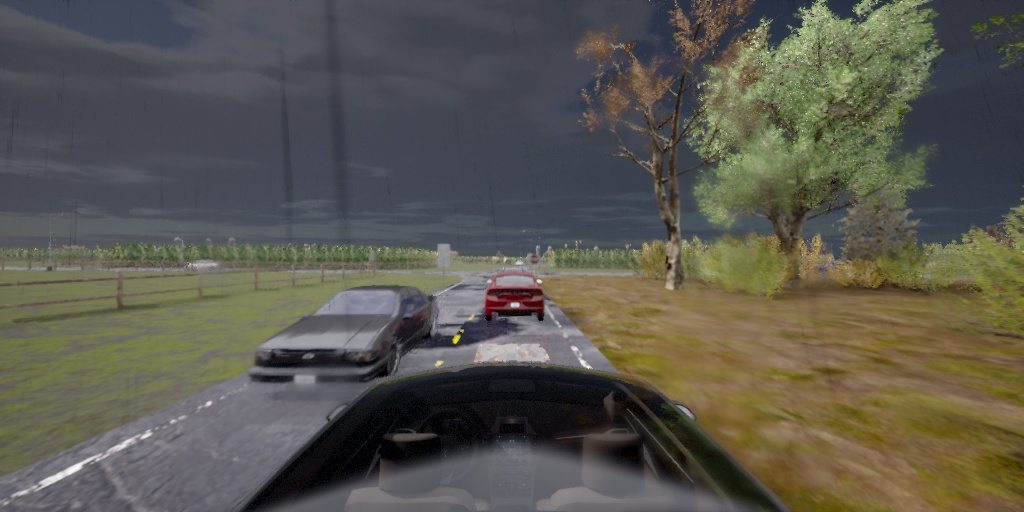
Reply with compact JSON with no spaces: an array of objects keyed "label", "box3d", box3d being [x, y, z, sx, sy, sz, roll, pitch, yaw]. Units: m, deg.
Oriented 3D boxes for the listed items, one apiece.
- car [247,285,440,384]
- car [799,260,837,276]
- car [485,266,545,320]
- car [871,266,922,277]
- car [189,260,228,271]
[{"label":"car","box3d":[-2.850,1.337,7.610,2.033,1.411,5.357,0,0,0]},{"label":"car","box3d":[38.962,1.537,46.826,5.566,2.045,2.150,0,-1,7]},{"label":"car","box3d":[0.090,1.304,13.035,1.882,1.535,5.008,0,0,0]},{"label":"car","box3d":[44.948,1.858,42.497,5.357,1.411,2.033,0,-1,8]},{"label":"car","box3d":[-41.373,1.312,48.878,4.674,1.442,1.812,1,-1,3]}]
